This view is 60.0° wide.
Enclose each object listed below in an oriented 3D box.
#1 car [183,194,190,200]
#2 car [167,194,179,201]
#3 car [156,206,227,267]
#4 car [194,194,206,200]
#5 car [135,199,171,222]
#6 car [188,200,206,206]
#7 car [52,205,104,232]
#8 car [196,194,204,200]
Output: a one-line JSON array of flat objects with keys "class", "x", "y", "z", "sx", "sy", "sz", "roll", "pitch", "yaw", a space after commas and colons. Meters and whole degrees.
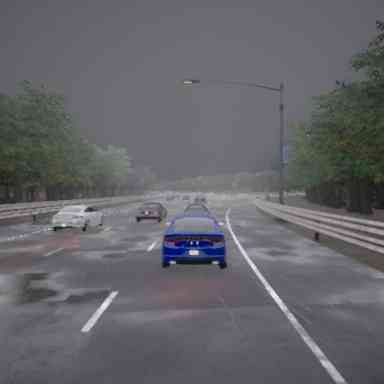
[{"class": "car", "x": -1.482, "y": 1.371, "z": 90.686, "sx": 2.128, "sy": 1.511, "sz": 4.902, "roll": 0, "pitch": 0, "yaw": 0}, {"class": "car", "x": -5.038, "y": 1.360, "z": 81.025, "sx": 2.128, "sy": 1.511, "sz": 4.902, "roll": 0, "pitch": 0, "yaw": 1}, {"class": "car", "x": 0.086, "y": 1.471, "z": 11.392, "sx": 1.882, "sy": 1.535, "sz": 5.008, "roll": 0, "pitch": 0, "yaw": 1}, {"class": "car", "x": 1.501, "y": 1.211, "z": 61.189, "sx": 2.097, "sy": 1.767, "sz": 4.553, "roll": 0, "pitch": 0, "yaw": 2}, {"class": "car", "x": -3.060, "y": 1.512, "z": 25.675, "sx": 2.033, "sy": 1.411, "sz": 5.357, "roll": 0, "pitch": 0, "yaw": 2}, {"class": "car", "x": 0.321, "y": 1.539, "z": 23.905, "sx": 1.994, "sy": 1.385, "sz": 4.181, "roll": 0, "pitch": 0, "yaw": 1}, {"class": "car", "x": -6.693, "y": 1.501, "z": 19.819, "sx": 1.812, "sy": 1.442, "sz": 4.674, "roll": 0, "pitch": 0, "yaw": 1}, {"class": "car", "x": 2.001, "y": 1.320, "z": 85.133, "sx": 1.882, "sy": 1.535, "sz": 5.008, "roll": 0, "pitch": 0, "yaw": 0}]
